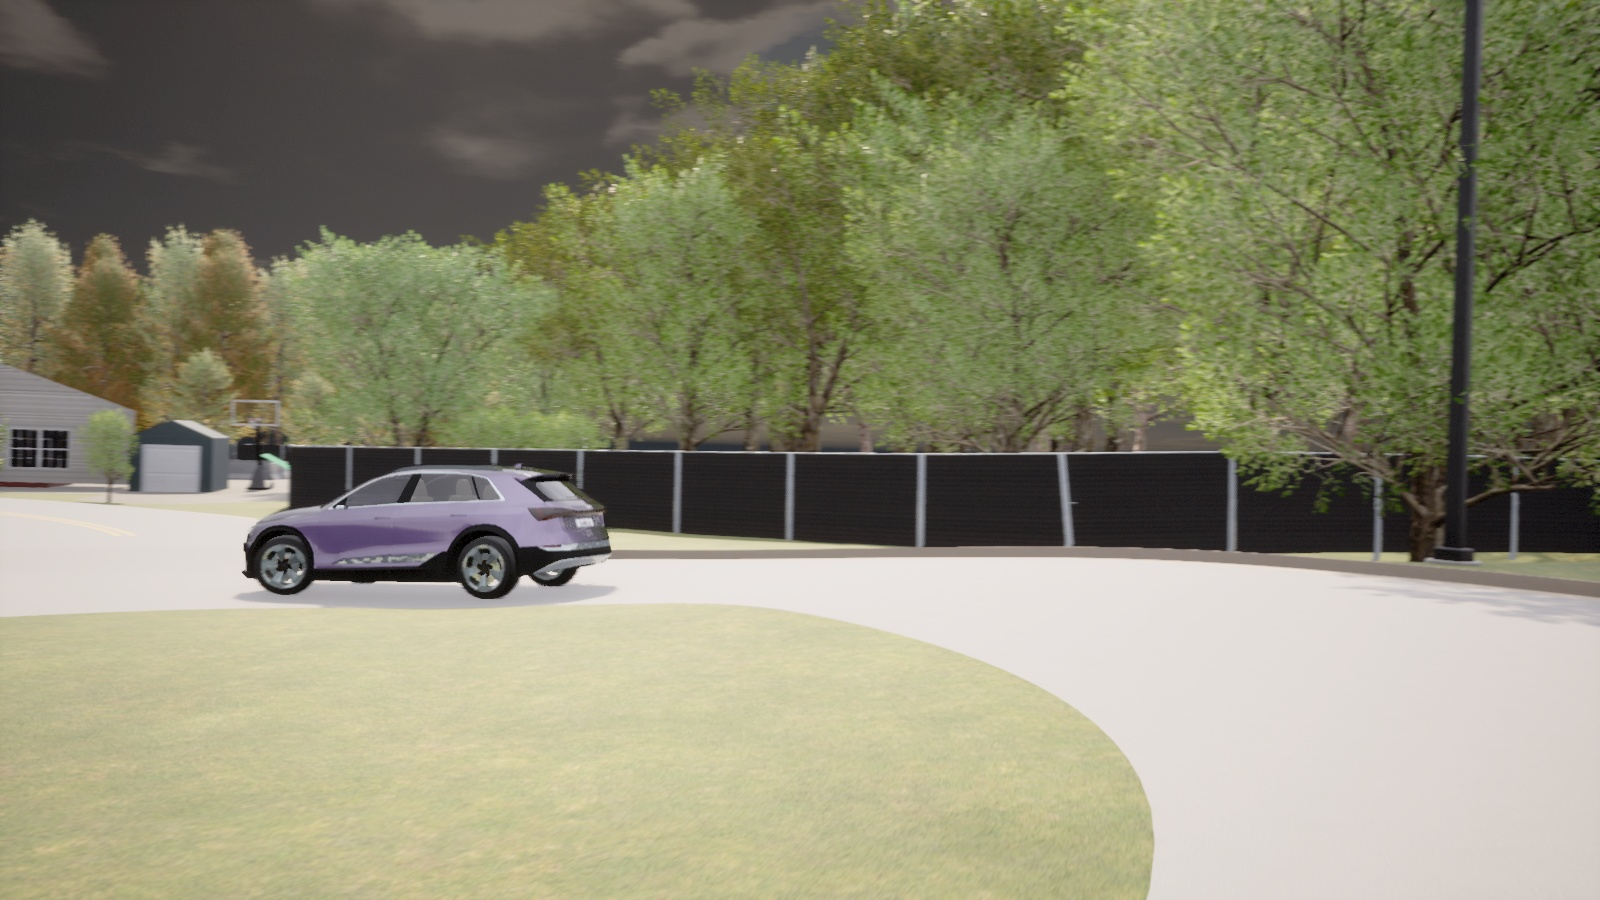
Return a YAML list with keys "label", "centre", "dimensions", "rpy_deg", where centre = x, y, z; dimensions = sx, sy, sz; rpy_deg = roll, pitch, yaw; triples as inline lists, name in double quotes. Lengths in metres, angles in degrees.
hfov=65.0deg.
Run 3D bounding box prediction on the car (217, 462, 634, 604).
- label: "car"
  centre: [-4.814, 1.036, 16.306]
  dimensions: [4.856, 1.649, 2.033]
  rpy_deg: [-1, -1, 16]
